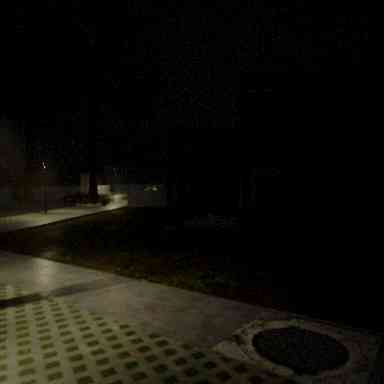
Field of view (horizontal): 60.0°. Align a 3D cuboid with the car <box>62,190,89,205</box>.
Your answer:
[{"bbox_3d":[-11.508,0.484,34.716,1.882,1.535,5.008,1,2,11],"label":"car"}]

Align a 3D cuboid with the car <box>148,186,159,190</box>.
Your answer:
[{"bbox_3d":[-6.804,-0.383,60.404,1.812,1.442,4.674,1,2,10],"label":"car"}]
